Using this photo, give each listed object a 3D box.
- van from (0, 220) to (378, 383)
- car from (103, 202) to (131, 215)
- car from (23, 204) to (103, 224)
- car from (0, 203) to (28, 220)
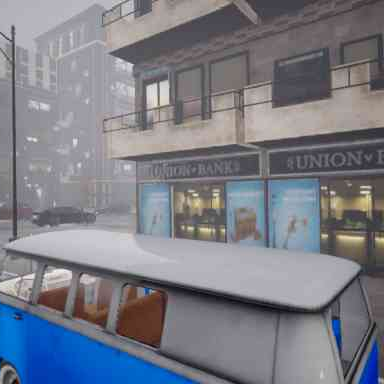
[{"bbox_3d":[-0.423,1.342,3.162,3.998,1.788,1.690,0,-1,36],"label":"van"},{"bbox_3d":[-8.592,1.798,36.385,1.947,1.339,4.313,-2,-1,36],"label":"car"},{"bbox_3d":[-8.519,1.583,22.333,1.947,1.339,4.313,-2,-1,36],"label":"car"},{"bbox_3d":[-15.271,1.609,27.301,1.967,1.590,4.097,-2,-1,36],"label":"car"}]
